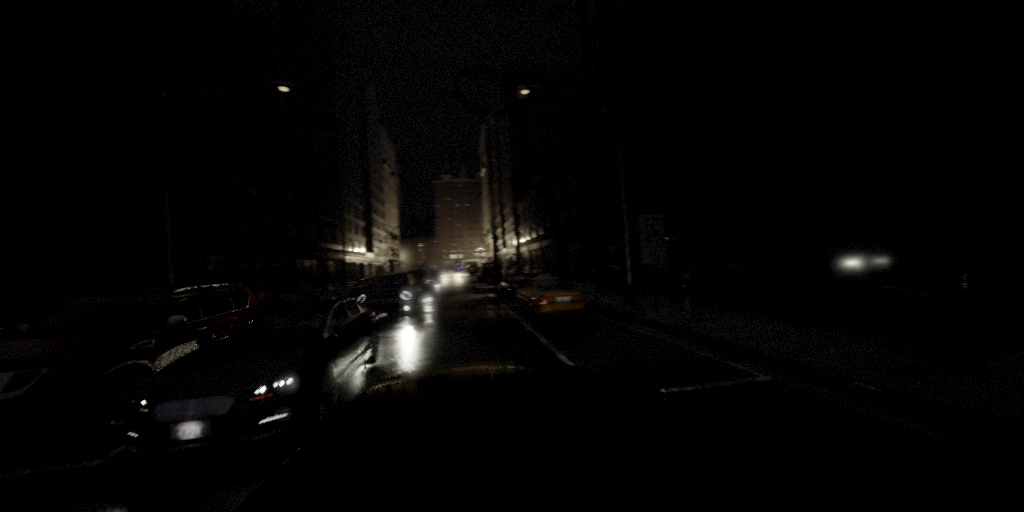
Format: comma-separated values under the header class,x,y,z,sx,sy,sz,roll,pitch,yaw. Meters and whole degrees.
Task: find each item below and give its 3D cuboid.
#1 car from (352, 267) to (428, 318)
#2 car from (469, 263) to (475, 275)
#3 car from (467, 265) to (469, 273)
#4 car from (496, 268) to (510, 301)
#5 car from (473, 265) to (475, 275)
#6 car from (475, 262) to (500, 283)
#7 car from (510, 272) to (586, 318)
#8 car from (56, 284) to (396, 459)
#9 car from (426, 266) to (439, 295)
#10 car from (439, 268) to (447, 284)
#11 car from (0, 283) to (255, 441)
class,x,y,z,sx,sy,sz,roll,pitch,yaw
car,-4.912,1.534,14.847,2.097,1.767,4.553,-3,-1,-9
car,-5.468,2.265,56.430,1.751,1.417,4.829,0,0,-9
car,-6.279,2.420,61.680,2.007,1.370,4.403,0,0,-9
car,0.425,1.478,18.348,1.802,1.307,4.207,0,0,-9
car,-2.928,1.918,40.014,2.007,1.370,4.403,0,0,-9
car,-2.090,1.561,34.598,2.192,1.841,5.009,0,0,-9
car,1.237,1.310,13.100,1.751,1.417,4.829,0,0,-9
car,-3.532,1.492,5.942,2.128,1.511,4.902,-3,-1,-9
car,-6.415,1.741,24.607,2.097,1.767,4.553,-3,-1,-9
car,-8.468,2.233,38.398,2.033,1.411,5.357,-3,-1,-8
car,-6.308,1.488,6.212,2.192,1.841,5.009,0,0,-9
